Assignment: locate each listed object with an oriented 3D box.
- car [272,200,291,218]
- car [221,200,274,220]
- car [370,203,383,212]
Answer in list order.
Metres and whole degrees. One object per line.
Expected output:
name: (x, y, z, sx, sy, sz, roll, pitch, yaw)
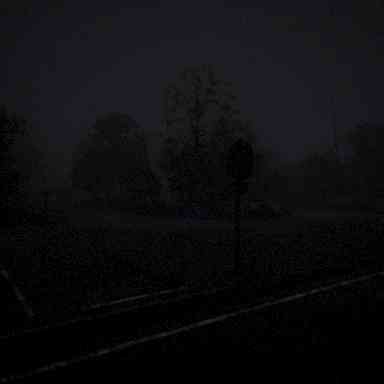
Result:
car: (7.135, 1.531, 31.663, 2.185, 1.767, 4.553, 1, -1, -36)
car: (4.589, 1.656, 29.769, 2.002, 1.452, 4.674, 1, -1, -36)
car: (27.004, 2.024, 45.708, 2.002, 1.452, 4.674, 1, -1, -35)
